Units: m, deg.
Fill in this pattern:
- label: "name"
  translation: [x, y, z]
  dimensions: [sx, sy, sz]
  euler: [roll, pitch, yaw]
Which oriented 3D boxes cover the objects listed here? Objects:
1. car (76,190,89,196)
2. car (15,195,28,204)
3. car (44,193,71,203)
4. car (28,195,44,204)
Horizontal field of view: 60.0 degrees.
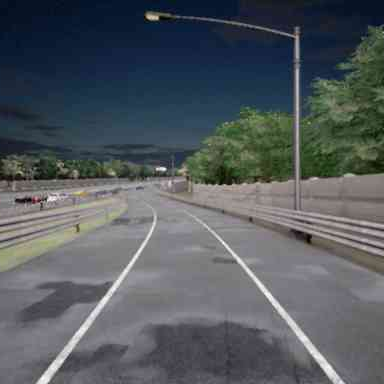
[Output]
- label: "car"
  translation: [-29.739, 0.108, 90.313]
  dimensions: [1.882, 1.535, 5.008]
  euler: [0, 3, 7]
- label: "car"
  translation: [-32.784, 1.373, 65.778]
  dimensions: [1.882, 1.535, 5.008]
  euler: [0, 3, 7]
- label: "car"
  translation: [-25.834, 1.124, 64.929]
  dimensions: [2.150, 2.045, 5.566]
  euler: [0, 3, 7]
- label: "car"
  translation: [-29.316, 1.268, 65.296]
  dimensions: [2.097, 1.767, 4.553]
  euler: [0, 3, 7]
